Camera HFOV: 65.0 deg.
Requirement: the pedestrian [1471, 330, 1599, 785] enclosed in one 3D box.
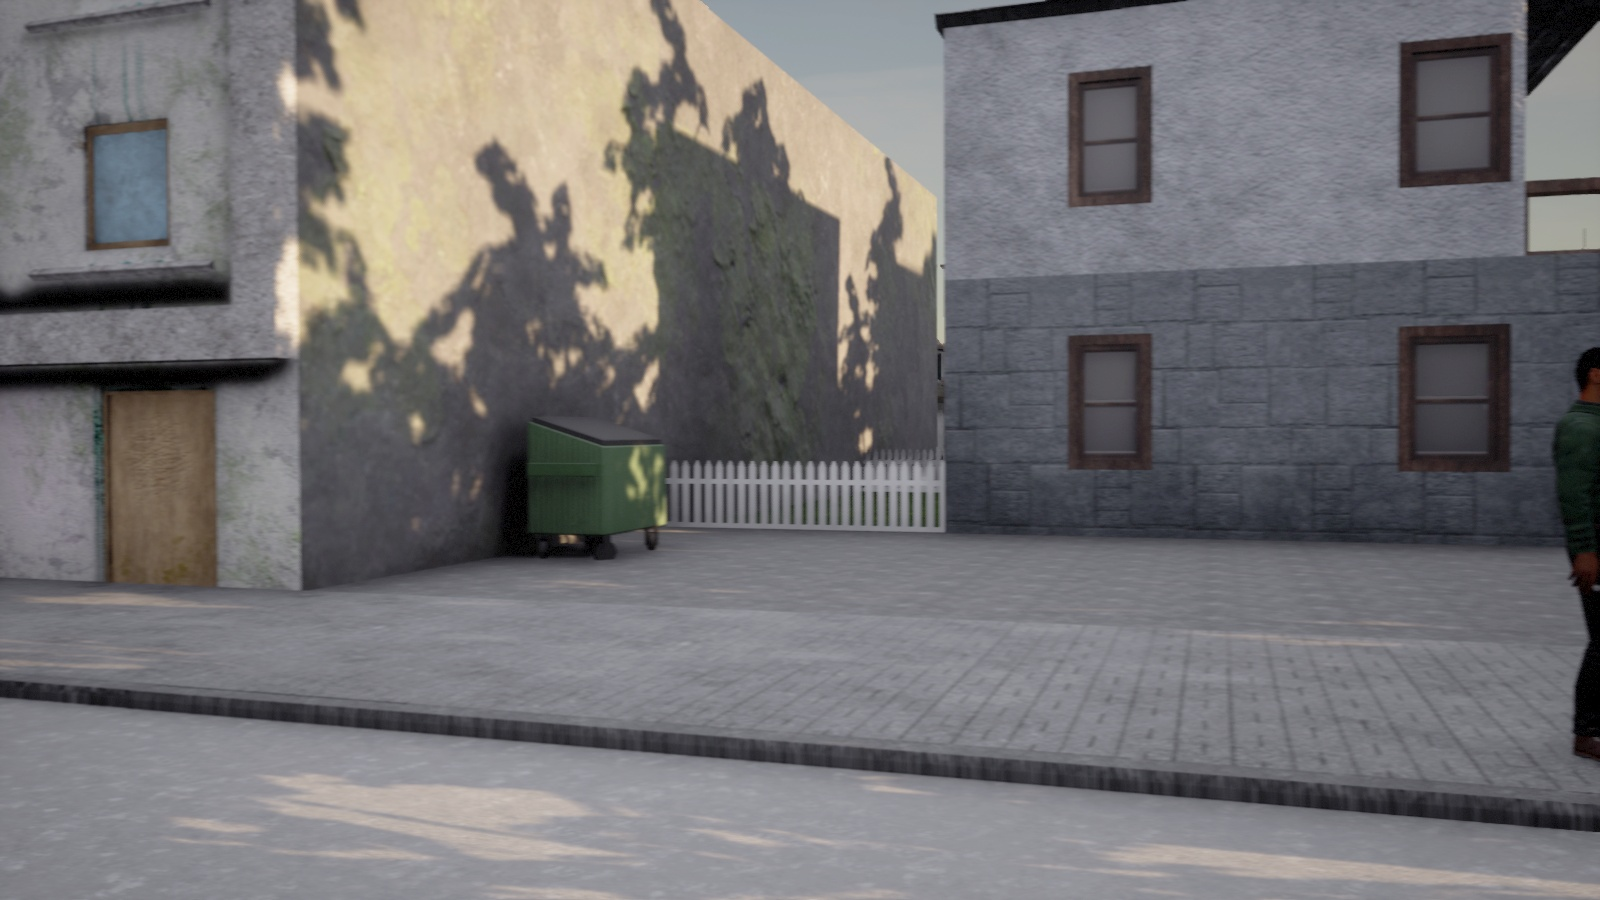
[{"bbox_3d":[3.506,0.459,5.598,0.423,1.949,0.788,-1,1,-43],"label":"pedestrian"}]
